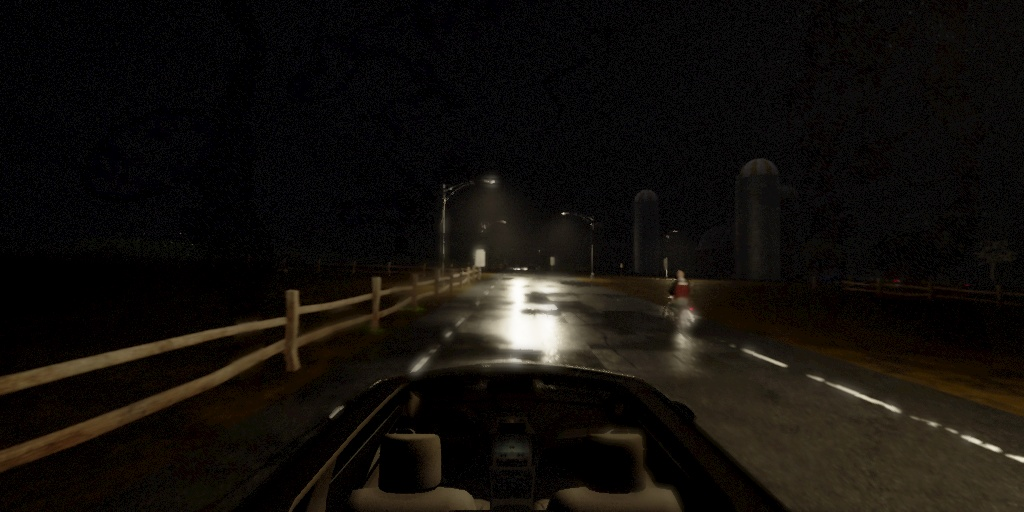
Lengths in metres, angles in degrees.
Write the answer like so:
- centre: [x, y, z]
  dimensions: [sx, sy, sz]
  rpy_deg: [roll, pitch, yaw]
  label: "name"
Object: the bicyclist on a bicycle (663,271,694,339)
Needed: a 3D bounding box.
- centre: [4.555, 1.282, 9.914]
  dimensions: [0.659, 1.776, 1.843]
  rpy_deg: [1, -1, 1]
  label: "bicyclist on a bicycle"
